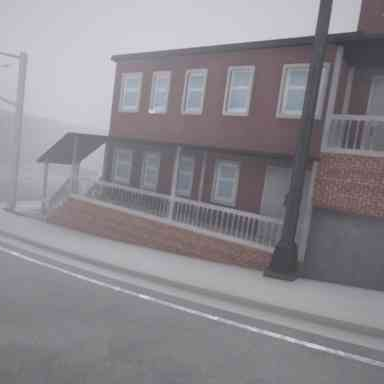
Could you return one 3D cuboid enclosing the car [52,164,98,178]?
[{"bbox_3d":[-13.678,-2.424,39.638,1.895,1.301,4.718,11,7,35],"label":"car"}]

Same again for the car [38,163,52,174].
[{"bbox_3d":[-16.627,-3.234,41.378,2.097,1.767,4.553,12,7,35],"label":"car"}]
